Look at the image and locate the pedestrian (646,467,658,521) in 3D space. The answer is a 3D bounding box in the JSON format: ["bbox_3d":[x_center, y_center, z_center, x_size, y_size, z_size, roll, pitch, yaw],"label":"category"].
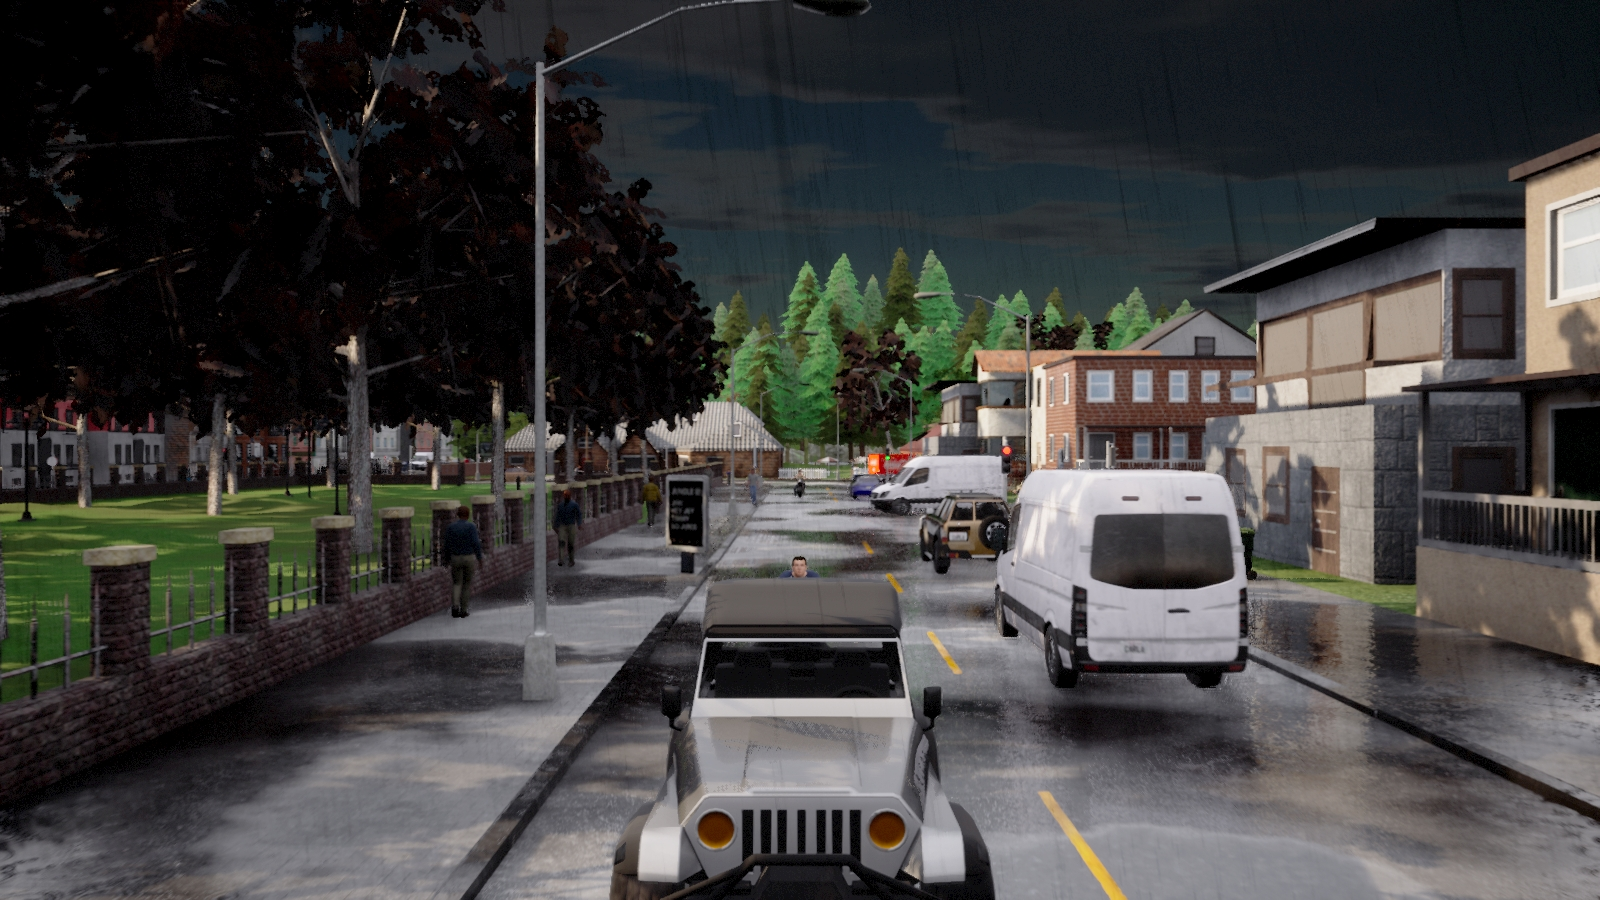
[{"bbox_3d":[-5.194,1.526,39.991,0.375,1.860,0.375,0,0,0],"label":"pedestrian"}]

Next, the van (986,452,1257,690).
[{"bbox_3d":[3.964,1.315,15.335,1.988,2.561,5.915,0,0,0],"label":"van"}]

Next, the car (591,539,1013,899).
[{"bbox_3d":[0.016,1.638,7.087,1.905,1.878,3.866,0,0,0],"label":"car"}]

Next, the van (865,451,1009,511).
[{"bbox_3d":[5.978,1.316,49.903,5.915,2.561,1.988,0,-1,-13],"label":"van"}]

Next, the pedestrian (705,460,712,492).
[{"bbox_3d":[-5.305,1.528,66.285,0.375,1.860,0.375,0,0,-4],"label":"pedestrian"}]

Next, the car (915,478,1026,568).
[{"bbox_3d":[3.941,1.645,27.130,1.932,1.855,4.605,0,0,0],"label":"car"}]

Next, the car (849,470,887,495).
[{"bbox_3d":[3.992,1.902,67.909,1.994,1.385,4.181,0,0,0],"label":"car"}]

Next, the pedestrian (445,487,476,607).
[{"bbox_3d":[-5.367,1.525,18.074,0.375,1.860,0.375,0,0,0],"label":"pedestrian"}]

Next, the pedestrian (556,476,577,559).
[{"bbox_3d":[-5.284,1.526,25.887,0.375,1.860,0.375,0,0,4],"label":"pedestrian"}]

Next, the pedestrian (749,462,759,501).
[{"bbox_3d":[-2.214,1.527,55.177,0.375,1.860,0.375,0,0,16],"label":"pedestrian"}]
